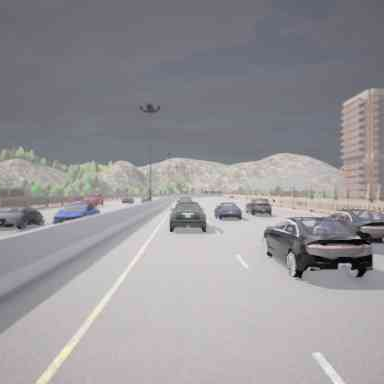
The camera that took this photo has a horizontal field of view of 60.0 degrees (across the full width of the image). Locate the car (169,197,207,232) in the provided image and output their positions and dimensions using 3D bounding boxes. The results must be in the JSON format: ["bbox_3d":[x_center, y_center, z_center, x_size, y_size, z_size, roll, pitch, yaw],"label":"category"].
[{"bbox_3d":[-0.274,1.353,20.434,2.097,1.767,4.553,0,0,-1],"label":"car"}]

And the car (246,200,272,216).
[{"bbox_3d":[6.420,1.490,32.533,2.128,1.511,4.902,0,0,-1],"label":"car"}]

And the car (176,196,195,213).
[{"bbox_3d":[-0.735,1.354,38.401,2.097,1.767,4.553,0,0,-1],"label":"car"}]

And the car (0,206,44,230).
[{"bbox_3d":[-10.979,1.569,20.855,1.994,1.385,4.181,0,0,-1],"label":"car"}]

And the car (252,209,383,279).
[{"bbox_3d":[3.465,1.490,10.073,2.128,1.511,4.902,0,0,-1],"label":"car"}]

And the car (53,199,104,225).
[{"bbox_3d":[-7.508,1.482,21.986,1.882,1.535,5.008,0,0,-1],"label":"car"}]

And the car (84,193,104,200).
[{"bbox_3d":[-15.240,1.222,51.576,2.150,2.045,5.566,0,0,-1],"label":"car"}]

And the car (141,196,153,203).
[{"bbox_3d":[-8.490,1.550,62.696,1.812,1.442,4.674,0,0,-1],"label":"car"}]

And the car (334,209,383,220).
[{"bbox_3d":[6.877,1.489,14.288,2.128,1.511,4.902,0,0,-1],"label":"car"}]

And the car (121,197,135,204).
[{"bbox_3d":[-11.984,1.571,62.713,2.033,1.411,5.357,0,0,-1],"label":"car"}]

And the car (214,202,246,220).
[{"bbox_3d":[3.024,1.564,28.466,1.994,1.385,4.181,0,0,-1],"label":"car"}]
